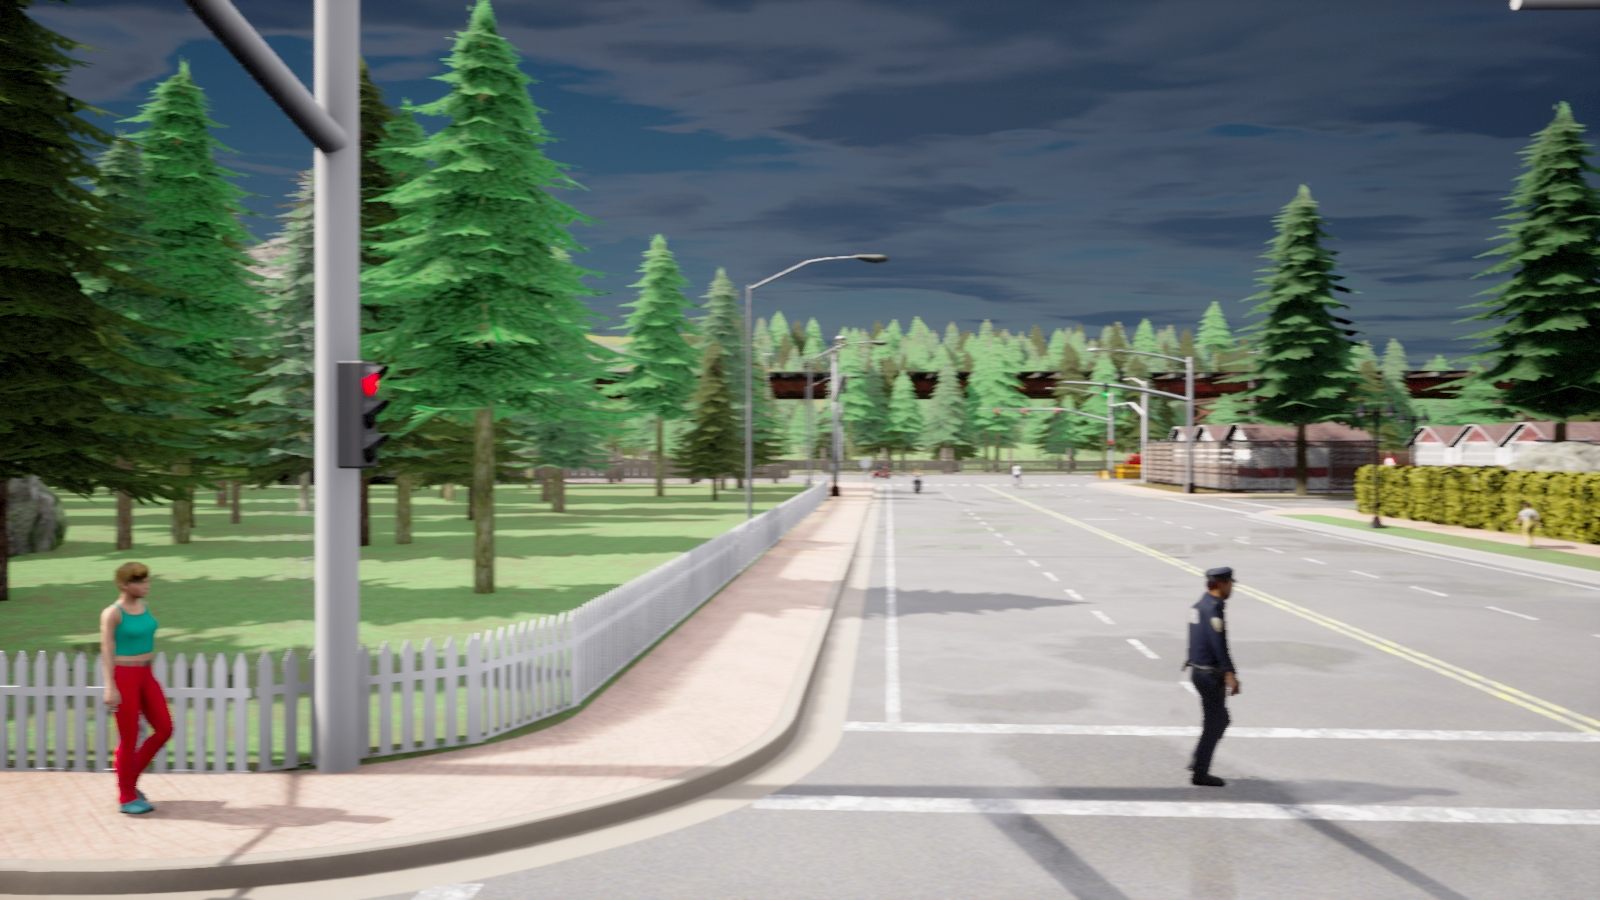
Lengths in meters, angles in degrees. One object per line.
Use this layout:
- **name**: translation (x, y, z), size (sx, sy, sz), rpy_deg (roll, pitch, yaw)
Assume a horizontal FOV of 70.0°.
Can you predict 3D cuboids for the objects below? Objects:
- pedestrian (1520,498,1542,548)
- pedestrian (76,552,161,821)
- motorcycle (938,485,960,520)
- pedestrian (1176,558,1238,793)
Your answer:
- **pedestrian**: translation (19.258, 1.925, 30.108), size (0.375, 1.300, 0.375), rpy_deg (0, 0, 6)
- **pedestrian**: translation (-4.936, 1.691, 8.287), size (0.375, 1.860, 0.375), rpy_deg (0, 0, 8)
- **motorcycle**: translation (6.017, 2.094, 46.205), size (0.764, 1.307, 2.356), rpy_deg (0, 0, 4)
- **pedestrian**: translation (3.343, 1.834, 9.394), size (0.375, 1.860, 0.375), rpy_deg (0, 0, 1)
